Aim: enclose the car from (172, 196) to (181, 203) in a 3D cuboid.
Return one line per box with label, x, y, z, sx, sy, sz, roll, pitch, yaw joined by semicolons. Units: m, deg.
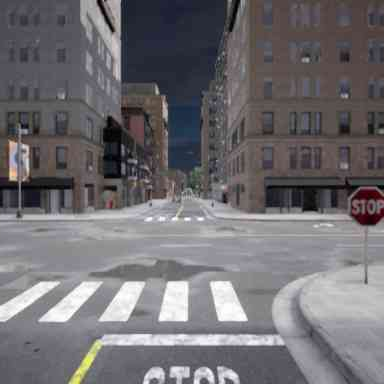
car;-3.191;1.531;69.249;2.128;1.511;4.902;0;0;-2
